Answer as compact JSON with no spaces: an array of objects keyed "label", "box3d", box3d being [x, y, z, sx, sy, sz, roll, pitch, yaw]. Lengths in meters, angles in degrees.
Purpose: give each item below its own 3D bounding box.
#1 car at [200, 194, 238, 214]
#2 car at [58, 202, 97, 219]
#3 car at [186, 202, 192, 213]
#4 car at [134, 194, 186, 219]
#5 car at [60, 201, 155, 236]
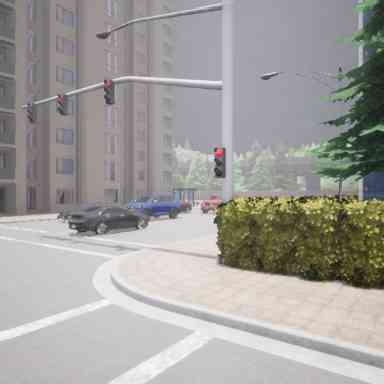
[{"label":"car","box3d":[3.119,1.221,35.551,2.150,2.045,5.566,0,0,36]},{"label":"car","box3d":[-7.847,1.547,26.530,2.033,1.411,5.357,0,0,36]},{"label":"car","box3d":[-2.043,1.478,34.439,1.882,1.535,5.008,0,0,36]},{"label":"car","box3d":[-3.225,1.221,26.916,2.150,2.045,5.566,0,0,36]},{"label":"car","box3d":[-4.568,1.505,18.818,1.837,1.490,4.892,0,0,36]}]
